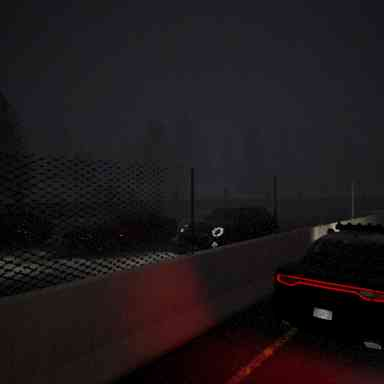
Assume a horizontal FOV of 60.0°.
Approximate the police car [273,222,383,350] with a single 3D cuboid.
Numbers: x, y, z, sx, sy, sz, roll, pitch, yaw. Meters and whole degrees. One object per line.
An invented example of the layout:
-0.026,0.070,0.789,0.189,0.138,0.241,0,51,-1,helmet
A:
3.417,1.425,6.425,1.930,1.638,5.238,0,0,40,police car
